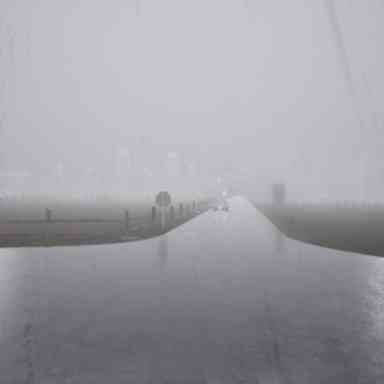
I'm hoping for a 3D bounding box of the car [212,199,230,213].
[{"bbox_3d":[3.502,1.642,40.024,2.128,1.511,4.902,0,0,8],"label":"car"}]
